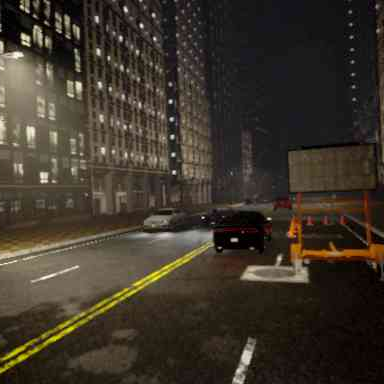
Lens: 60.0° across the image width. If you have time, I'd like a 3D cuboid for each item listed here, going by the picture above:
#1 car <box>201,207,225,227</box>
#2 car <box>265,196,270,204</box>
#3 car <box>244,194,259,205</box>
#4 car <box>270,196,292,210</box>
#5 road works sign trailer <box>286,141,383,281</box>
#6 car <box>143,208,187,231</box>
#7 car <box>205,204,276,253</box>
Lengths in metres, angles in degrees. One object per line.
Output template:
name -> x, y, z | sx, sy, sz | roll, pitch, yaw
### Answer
car -> 2.117, 1.791, 24.670 | 1.895, 1.301, 4.718 | -3, -1, 18
car -> 15.189, 1.570, 63.985 | 1.882, 1.535, 5.008 | -3, -1, 19
car -> 11.237, 1.460, 62.440 | 2.150, 2.045, 5.566 | -3, -1, 19
car -> 11.672, 1.351, 42.651 | 2.097, 1.767, 4.553 | -3, -1, 18
road works sign trailer -> 4.084, 0.406, 9.728 | 2.380, 3.560, 2.880 | -3, -1, 19
car -> -1.740, 1.859, 23.352 | 1.812, 1.442, 4.674 | -3, -1, 18
car -> 2.274, 1.544, 14.165 | 1.882, 1.535, 5.008 | -3, -1, 18
